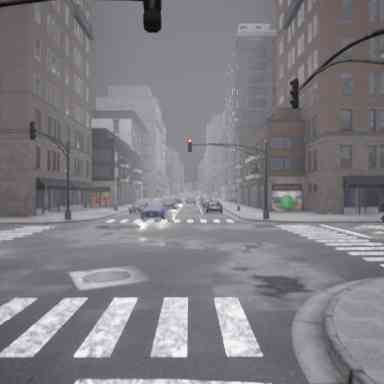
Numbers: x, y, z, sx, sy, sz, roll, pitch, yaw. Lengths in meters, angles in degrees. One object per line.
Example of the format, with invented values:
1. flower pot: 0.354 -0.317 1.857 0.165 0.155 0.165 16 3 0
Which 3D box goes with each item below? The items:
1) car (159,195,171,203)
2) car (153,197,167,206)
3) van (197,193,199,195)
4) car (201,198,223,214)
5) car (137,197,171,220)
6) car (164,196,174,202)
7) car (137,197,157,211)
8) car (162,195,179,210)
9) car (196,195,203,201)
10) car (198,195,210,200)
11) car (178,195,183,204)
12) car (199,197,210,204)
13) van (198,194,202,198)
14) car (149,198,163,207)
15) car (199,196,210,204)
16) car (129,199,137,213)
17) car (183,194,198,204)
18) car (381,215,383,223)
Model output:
1. car: -5.607 1.531 69.423 1.967 1.590 4.097 0 0 0
2. car: -5.626 1.616 58.402 2.008 1.369 4.403 0 0 0
3. van: 2.418 1.432 69.409 1.690 1.788 3.998 0 0 0
4. car: 2.359 1.595 36.344 1.947 1.339 4.313 0 0 0
5. car: -3.141 1.496 28.295 1.882 1.535 5.008 0 0 0
6. car: -5.586 1.670 80.445 2.008 1.369 4.403 0 0 0
7. car: -5.656 1.477 41.870 1.967 1.590 4.097 0 0 0
8. car: -3.107 1.547 44.365 1.837 1.490 4.892 0 0 0
9. car: 2.047 1.671 90.313 1.812 1.442 4.674 0 0 0
10. car: 2.388 1.621 52.877 1.947 1.339 4.313 0 0 0
11. car: -2.993 1.684 65.977 1.895 1.301 4.718 0 0 1
12. car: 2.408 1.628 63.898 2.008 1.369 4.403 0 0 0
13. van: 2.399 1.407 58.387 1.690 1.788 3.998 0 0 0
14. car: -5.636 1.637 52.891 1.802 1.307 4.206 0 0 0
15. car: 2.379 1.627 47.366 1.802 1.307 4.206 0 0 0
16. car: -5.666 1.469 36.359 1.967 1.590 4.097 0 0 0
17. car: -0.228 1.642 63.911 1.994 1.385 4.181 0 0 0
18. car: 14.263 1.504 20.859 4.181 1.385 1.994 0 0 0
